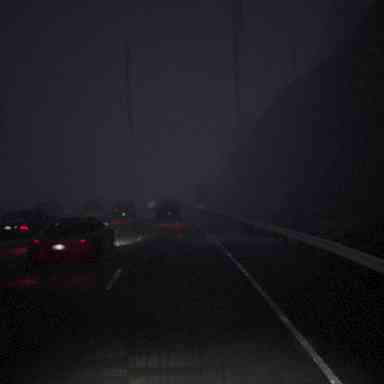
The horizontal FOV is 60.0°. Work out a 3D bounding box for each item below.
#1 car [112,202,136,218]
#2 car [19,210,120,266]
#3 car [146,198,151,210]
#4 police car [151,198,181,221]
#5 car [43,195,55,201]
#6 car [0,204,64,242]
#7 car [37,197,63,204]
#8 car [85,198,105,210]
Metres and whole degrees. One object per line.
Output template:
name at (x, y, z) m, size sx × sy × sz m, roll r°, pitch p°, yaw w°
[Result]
car at (-5.985, 1.551, 29.602) m, size 1.895 × 1.301 × 4.718 m, roll 0°, pitch 0°, yaw -9°
car at (-3.934, 1.546, 11.515) m, size 1.994 × 1.385 × 4.181 m, roll 0°, pitch 0°, yaw -4°
car at (-4.662, 1.452, 41.170) m, size 1.812 × 1.442 × 4.674 m, roll 0°, pitch 0°, yaw -12°
police car at (-2.026, 1.376, 26.707) m, size 1.930 × 1.638 × 5.238 m, roll 0°, pitch 0°, yaw -8°
car at (-35.998, 1.471, 83.894) m, size 1.895 × 1.301 × 4.718 m, roll 0°, pitch 0°, yaw -13°
car at (-7.777, 1.526, 16.172) m, size 2.033 × 1.411 × 5.357 m, roll 0°, pitch 0°, yaw -5°
car at (-13.384, 1.447, 31.183) m, size 2.128 × 1.511 × 4.902 m, roll 0°, pitch 0°, yaw -10°
car at (-11.298, 1.430, 38.728) m, size 2.128 × 1.511 × 4.902 m, roll 0°, pitch 0°, yaw -12°
